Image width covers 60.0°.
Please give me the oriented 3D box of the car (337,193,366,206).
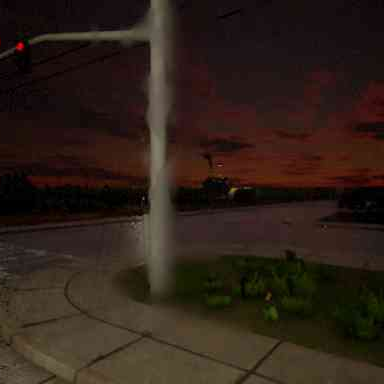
[{"bbox_3d":[20.013,1.106,41.902,1.905,1.878,3.866,-6,-1,-8],"label":"car"}]
